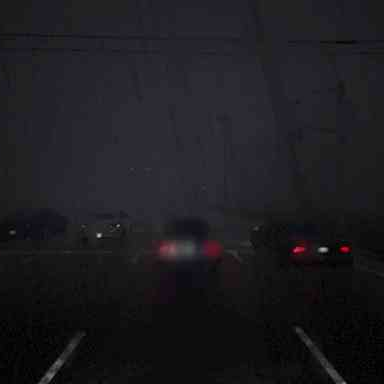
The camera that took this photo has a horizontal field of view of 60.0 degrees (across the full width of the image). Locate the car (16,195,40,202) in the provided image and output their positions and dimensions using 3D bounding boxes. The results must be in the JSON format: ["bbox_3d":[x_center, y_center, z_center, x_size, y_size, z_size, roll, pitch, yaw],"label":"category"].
[{"bbox_3d":[-37.279,1.431,76.297,4.553,1.767,2.097,0,0,28],"label":"car"}]

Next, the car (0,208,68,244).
[{"bbox_3d":[-7.502,1.494,16.085,1.882,1.535,5.008,0,0,-4],"label":"car"}]

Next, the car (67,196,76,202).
[{"bbox_3d":[-31.042,1.675,80.642,4.718,1.301,1.895,0,0,32],"label":"car"}]

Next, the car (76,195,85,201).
[{"bbox_3d":[-29.809,1.636,84.008,4.181,1.385,1.994,0,0,32],"label":"car"}]

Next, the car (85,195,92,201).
[{"bbox_3d":[-28.308,1.442,87.218,4.553,1.767,2.097,0,0,32],"label":"car"}]

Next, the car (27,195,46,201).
[{"bbox_3d":[-39.876,1.544,85.345,4.674,1.442,1.812,0,0,21],"label":"car"}]

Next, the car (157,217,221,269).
[{"bbox_3d":[-0.174,1.559,11.192,2.033,1.411,5.357,0,0,-2],"label":"car"}]

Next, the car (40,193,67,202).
[{"bbox_3d":[-32.272,1.302,77.242,5.566,2.045,2.150,0,0,35],"label":"car"}]

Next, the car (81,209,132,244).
[{"bbox_3d":[-3.983,1.541,15.934,1.812,1.442,4.674,0,0,-4],"label":"car"}]

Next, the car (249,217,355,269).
[{"bbox_3d":[3.325,1.559,11.194,2.033,1.411,5.357,0,0,-2],"label":"car"}]
